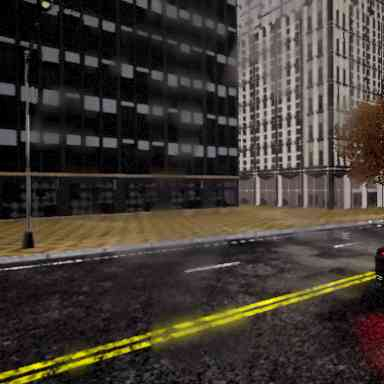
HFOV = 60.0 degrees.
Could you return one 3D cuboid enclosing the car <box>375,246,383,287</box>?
[{"bbox_3d":[6.269,1.519,7.958,4.892,1.490,1.837,1,-1,-35],"label":"car"}]
